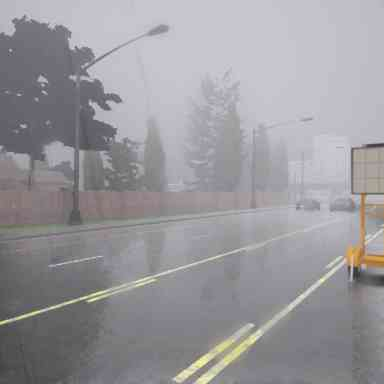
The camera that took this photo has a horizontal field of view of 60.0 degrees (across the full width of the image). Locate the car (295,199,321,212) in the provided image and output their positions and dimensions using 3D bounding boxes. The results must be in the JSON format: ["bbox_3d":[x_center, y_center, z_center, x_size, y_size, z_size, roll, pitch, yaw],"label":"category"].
[{"bbox_3d":[13.420,1.515,38.357,2.128,1.511,4.902,0,0,35],"label":"car"}]

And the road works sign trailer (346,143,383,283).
[{"bbox_3d":[5.594,0.470,8.868,2.380,3.560,2.880,0,0,35],"label":"road works sign trailer"}]

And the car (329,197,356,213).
[{"bbox_3d":[16.897,1.376,37.226,2.097,1.767,4.553,0,0,35],"label":"car"}]
